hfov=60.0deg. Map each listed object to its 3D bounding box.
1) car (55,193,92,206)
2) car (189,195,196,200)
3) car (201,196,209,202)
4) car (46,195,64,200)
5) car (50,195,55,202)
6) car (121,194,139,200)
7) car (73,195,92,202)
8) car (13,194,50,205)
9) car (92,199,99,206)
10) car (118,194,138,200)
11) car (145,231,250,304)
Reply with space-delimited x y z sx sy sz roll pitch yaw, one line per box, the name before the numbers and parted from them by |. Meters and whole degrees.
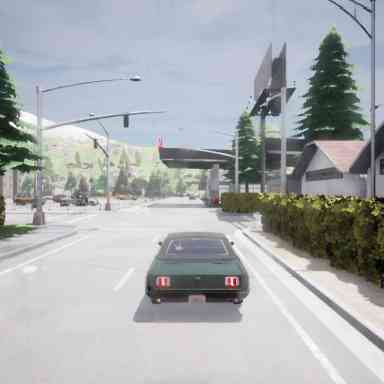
car | -16.737 1.077 47.266 3.866 1.878 1.905 0 0 0
car | 0.079 1.540 95.505 2.033 1.411 5.357 0 0 0
car | 3.419 1.541 73.419 2.033 1.411 5.357 0 0 -14
car | -35.036 1.384 84.902 3.806 1.475 1.970 0 0 0
car | -23.974 1.298 62.973 4.514 1.523 2.007 0 0 0
car | -16.438 1.339 87.987 4.514 1.523 2.007 0 0 0
car | -23.983 1.320 72.966 3.633 1.501 1.845 0 0 0
car | -24.622 1.097 50.513 4.605 1.855 1.932 0 0 0
car | -16.143 1.361 50.594 3.806 1.475 1.970 0 0 0
car | -16.370 1.330 84.851 5.027 1.636 2.152 0 0 0
car | 0.101 1.601 8.075 1.895 1.301 4.718 0 0 0
